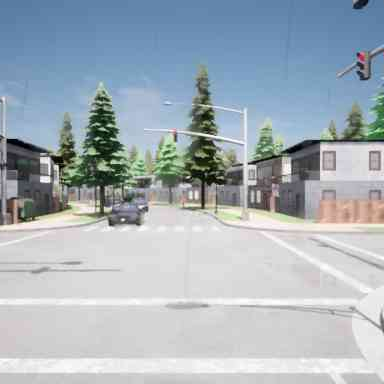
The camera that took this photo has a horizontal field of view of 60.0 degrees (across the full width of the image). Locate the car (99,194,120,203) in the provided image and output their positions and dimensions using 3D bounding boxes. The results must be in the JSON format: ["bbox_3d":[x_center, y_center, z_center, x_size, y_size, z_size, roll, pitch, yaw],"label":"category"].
[{"bbox_3d":[-16.533,1.317,66.822,2.097,1.767,4.553,0,0,-45],"label":"car"}]

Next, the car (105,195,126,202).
[{"bbox_3d":[-13.306,1.490,56.193,1.812,1.442,4.674,0,0,-31],"label":"car"}]

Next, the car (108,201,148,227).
[{"bbox_3d":[-4.330,1.530,22.392,1.994,1.385,4.181,0,0,-3],"label":"car"}]

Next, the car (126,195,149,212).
[{"bbox_3d":[-5.996,1.457,37.794,2.128,1.511,4.902,0,0,-14],"label":"car"}]

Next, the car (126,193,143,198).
[{"bbox_3d":[-10.414,1.186,58.481,2.150,2.045,5.566,0,0,-36],"label":"car"}]
